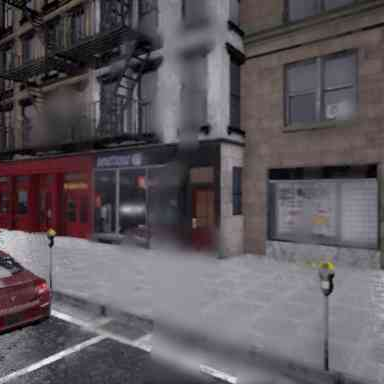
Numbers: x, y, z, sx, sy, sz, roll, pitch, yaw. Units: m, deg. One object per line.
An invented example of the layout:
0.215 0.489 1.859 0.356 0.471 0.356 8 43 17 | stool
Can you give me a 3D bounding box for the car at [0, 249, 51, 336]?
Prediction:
-4.101 1.573 5.735 4.206 1.307 1.802 0 0 36 | car
